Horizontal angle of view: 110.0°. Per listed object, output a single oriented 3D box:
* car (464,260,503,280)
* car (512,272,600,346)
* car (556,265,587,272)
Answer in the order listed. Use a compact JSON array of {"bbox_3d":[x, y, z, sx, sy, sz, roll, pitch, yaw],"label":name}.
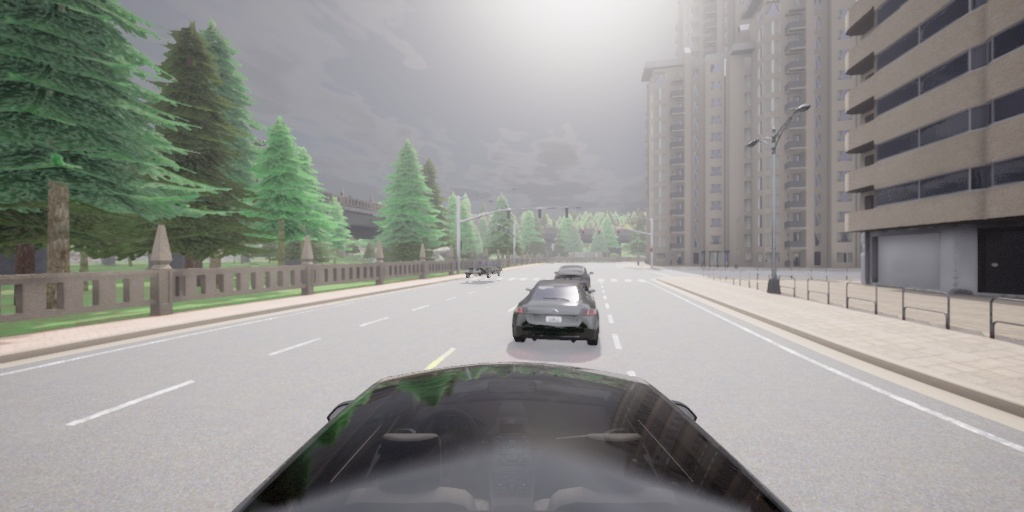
[{"bbox_3d":[-2.118,0.977,27.655,1.895,1.301,4.718,0,0,13],"label":"car"},{"bbox_3d":[1.262,1.307,9.559,1.994,1.385,4.181,0,0,11],"label":"car"},{"bbox_3d":[3.298,1.240,19.332,1.837,1.490,4.892,0,0,12],"label":"car"}]
